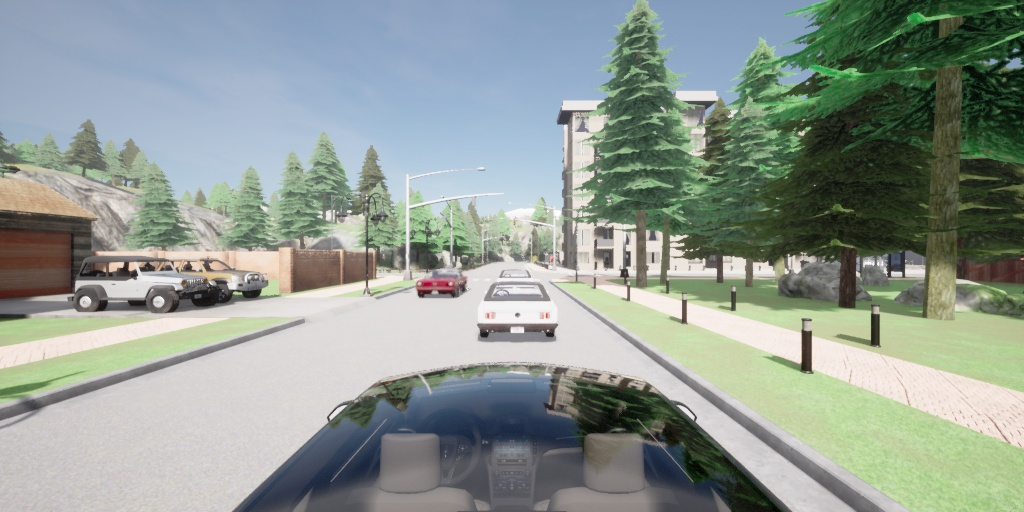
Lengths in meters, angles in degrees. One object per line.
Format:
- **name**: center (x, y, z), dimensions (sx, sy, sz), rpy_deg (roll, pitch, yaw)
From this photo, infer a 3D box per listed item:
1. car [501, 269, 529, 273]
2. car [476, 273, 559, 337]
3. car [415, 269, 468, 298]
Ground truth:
- **car**: center (0.167, 1.351, 19.359), dimensions (1.895, 1.301, 4.718), rpy_deg (0, 0, 0)
- **car**: center (0.134, 1.351, 10.192), dimensions (1.895, 1.301, 4.718), rpy_deg (0, 0, 0)
- **car**: center (-3.473, 1.351, 18.442), dimensions (1.895, 1.301, 4.718), rpy_deg (0, 0, 1)
